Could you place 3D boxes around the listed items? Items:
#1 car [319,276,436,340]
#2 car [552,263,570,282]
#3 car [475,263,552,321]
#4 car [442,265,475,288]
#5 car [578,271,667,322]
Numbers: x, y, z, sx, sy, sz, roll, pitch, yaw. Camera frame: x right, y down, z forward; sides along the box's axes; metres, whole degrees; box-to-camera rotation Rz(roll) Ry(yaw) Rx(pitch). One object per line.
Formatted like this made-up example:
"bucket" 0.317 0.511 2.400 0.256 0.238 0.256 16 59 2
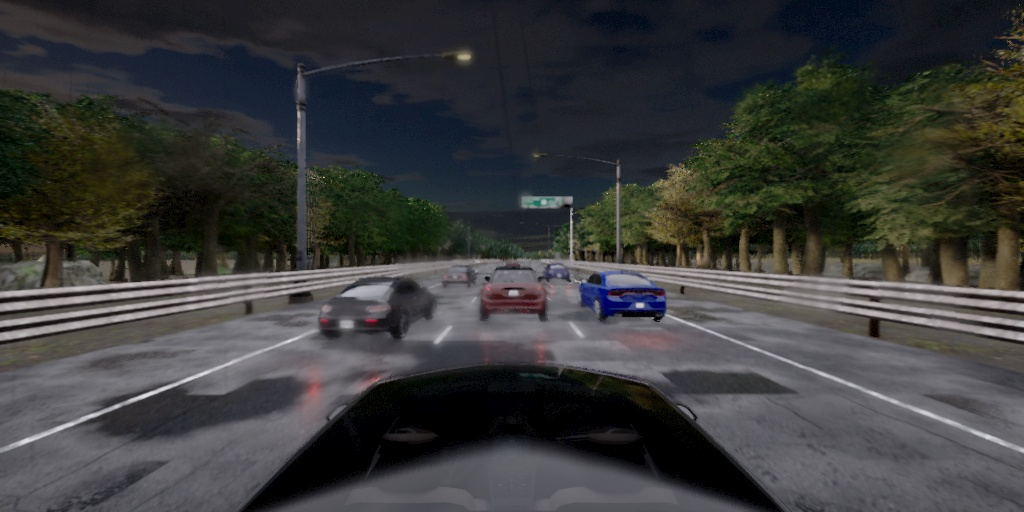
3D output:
"car" -3.452 1.285 9.921 1.812 1.442 4.674 0 0 2
"car" 3.585 1.317 29.111 1.812 1.442 4.674 0 0 0
"car" 0.071 1.114 12.729 2.097 1.767 4.553 0 0 0
"car" -3.448 1.330 24.343 2.033 1.411 5.357 0 0 1
"car" 3.570 1.241 12.466 1.882 1.535 5.008 0 0 0
